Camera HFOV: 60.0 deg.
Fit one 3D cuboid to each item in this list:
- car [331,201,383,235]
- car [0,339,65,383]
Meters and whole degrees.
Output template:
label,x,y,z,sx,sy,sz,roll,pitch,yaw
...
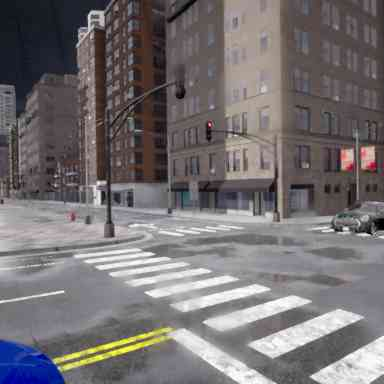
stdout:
label,x,y,z,sx,sy,sz,roll,pitch,yaw
car,9.876,1.351,18.708,4.553,1.767,2.097,0,0,-35
car,-3.077,1.478,1.253,5.008,1.535,1.882,0,0,-35
